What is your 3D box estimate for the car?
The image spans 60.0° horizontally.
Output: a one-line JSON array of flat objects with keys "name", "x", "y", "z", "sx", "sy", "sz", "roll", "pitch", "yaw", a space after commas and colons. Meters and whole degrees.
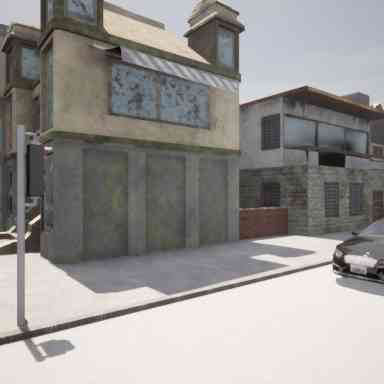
[{"name": "car", "x": 5.714, "y": 1.491, "z": 9.025, "sx": 4.902, "sy": 1.511, "sz": 2.128, "roll": 0, "pitch": 0, "yaw": -37}]
